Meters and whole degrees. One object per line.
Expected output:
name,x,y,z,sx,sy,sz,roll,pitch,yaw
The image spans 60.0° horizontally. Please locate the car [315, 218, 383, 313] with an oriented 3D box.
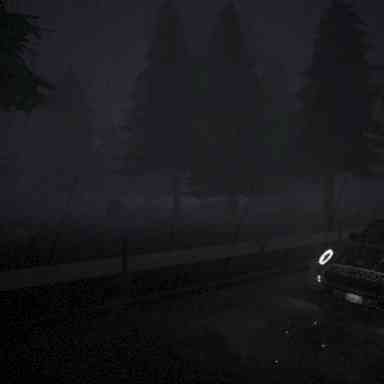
car,4.784,1.352,7.389,4.553,1.767,2.097,0,0,-36
